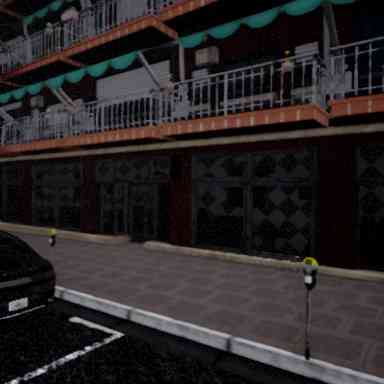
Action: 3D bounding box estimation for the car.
[{"bbox_3d":[-4.671,1.503,6.590,4.892,1.490,1.837,0,0,36],"label":"car"}]
